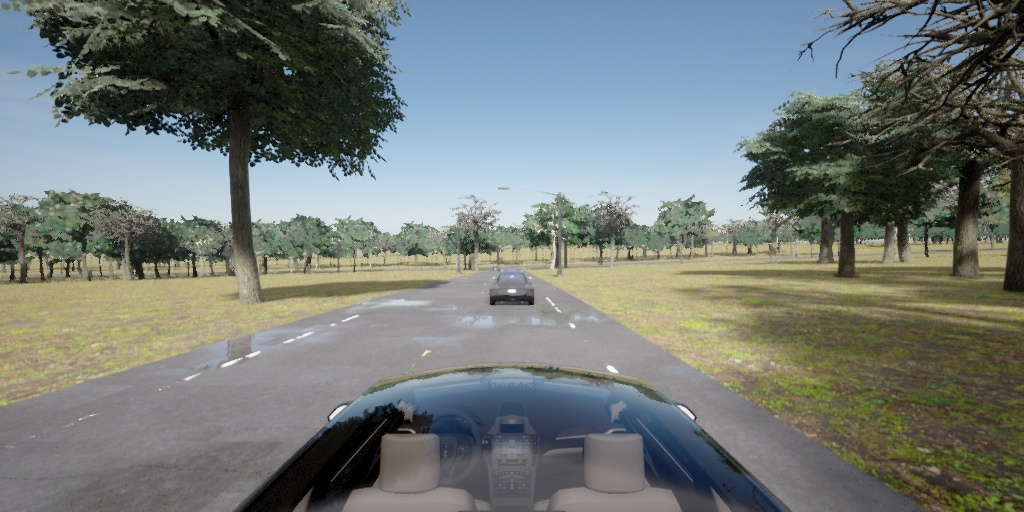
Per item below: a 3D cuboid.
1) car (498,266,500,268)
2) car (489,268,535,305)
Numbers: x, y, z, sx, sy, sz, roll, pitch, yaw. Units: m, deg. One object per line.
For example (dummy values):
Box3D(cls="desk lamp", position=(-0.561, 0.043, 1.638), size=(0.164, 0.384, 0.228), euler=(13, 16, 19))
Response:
Box3D(cls="car", position=(0.001, 1.706, 31.545), size=(1.994, 1.385, 4.181), euler=(0, -1, 0))
Box3D(cls="car", position=(0.001, 1.412, 16.522), size=(1.994, 1.385, 4.181), euler=(0, -1, 0))
